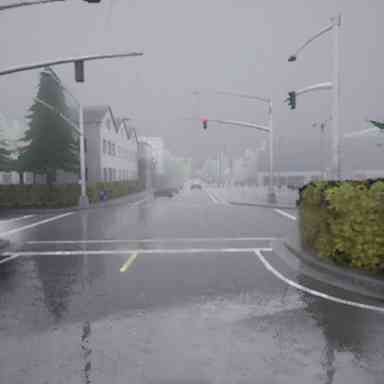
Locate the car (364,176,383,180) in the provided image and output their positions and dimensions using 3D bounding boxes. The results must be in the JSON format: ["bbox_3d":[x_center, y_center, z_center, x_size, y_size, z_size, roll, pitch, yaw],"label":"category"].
[{"bbox_3d":[19.532,-0.618,33.488,1.905,1.878,3.866,-1,2,0],"label":"car"}]

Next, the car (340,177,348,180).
[{"bbox_3d":[26.215,-1.754,58.648,2.152,1.636,5.027,-1,2,0],"label":"car"}]

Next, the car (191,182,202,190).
[{"bbox_3d":[0.764,-1.177,60.672,1.812,1.442,4.674,-1,2,1],"label":"car"}]

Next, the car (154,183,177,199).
[{"bbox_3d":[-3.122,-0.009,37.053,1.895,1.301,4.718,-1,2,1],"label":"car"}]

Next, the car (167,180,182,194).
[{"bbox_3d":[-2.955,-0.700,47.221,2.097,1.767,4.553,-1,2,1],"label":"car"}]

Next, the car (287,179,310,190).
[{"bbox_3d":[16.065,-1.104,51.399,2.007,1.523,4.514,-1,2,0],"label":"car"}]

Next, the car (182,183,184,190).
[{"bbox_3d":[-2.711,-1.385,62.938,2.097,1.767,4.553,-1,3,1],"label":"car"}]

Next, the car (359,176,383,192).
[{"bbox_3d":[22.899,-1.000,41.313,1.932,1.855,4.605,-1,2,0],"label":"car"}]
